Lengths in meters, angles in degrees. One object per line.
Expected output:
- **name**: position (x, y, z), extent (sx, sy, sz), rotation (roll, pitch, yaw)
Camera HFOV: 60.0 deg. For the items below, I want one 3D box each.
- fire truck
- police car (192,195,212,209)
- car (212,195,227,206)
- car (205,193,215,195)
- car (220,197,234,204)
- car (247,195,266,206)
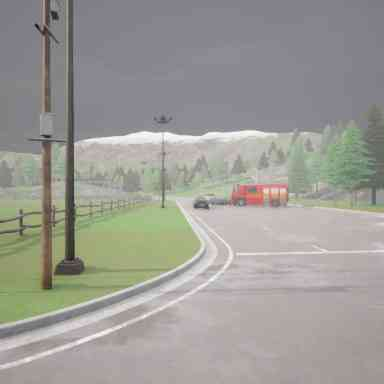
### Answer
- **fire truck**: position (10.366, 0.352, 50.921), extent (8.468, 3.827, 2.891), rotation (0, 0, 21)
- **police car**: position (1.110, 1.509, 45.877), extent (2.038, 1.542, 4.974), rotation (0, 0, -4)
- **car**: position (4.012, 1.564, 54.740), extent (1.994, 1.385, 4.181), rotation (0, 0, -4)
- **car**: position (3.344, 1.221, 64.805), extent (2.150, 2.045, 5.566), rotation (0, 0, -4)
- **car**: position (6.836, 1.601, 65.039), extent (1.895, 1.301, 4.718), rotation (0, 0, -4)
- **car**: position (10.905, 1.352, 56.702), extent (2.097, 1.767, 4.553), rotation (0, 0, -4)
